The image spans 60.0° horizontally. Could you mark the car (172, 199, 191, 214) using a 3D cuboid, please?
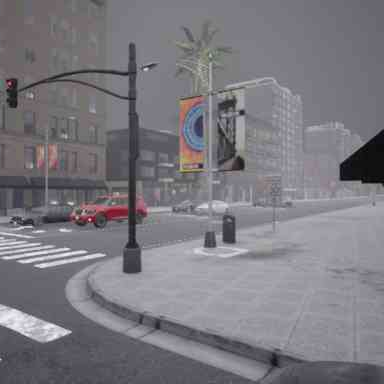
[{"bbox_3d":[-0.196,1.545,35.990,1.837,1.490,4.892,0,0,35],"label":"car"}]

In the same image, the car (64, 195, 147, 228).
[{"bbox_3d":[-5.497,1.242,22.827,2.150,2.045,5.566,0,0,35],"label":"car"}]

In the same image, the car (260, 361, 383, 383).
[{"bbox_3d":[2.169,1.551,1.301,4.403,1.369,2.008,0,0,35],"label":"car"}]

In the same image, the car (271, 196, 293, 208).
[{"bbox_3d":[13.429,1.441,49.525,2.097,1.767,4.553,0,0,35],"label":"car"}]

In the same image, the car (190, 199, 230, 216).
[{"bbox_3d":[2.147,1.570,33.674,1.812,1.442,4.674,0,0,35],"label":"car"}]

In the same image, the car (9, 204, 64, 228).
[{"bbox_3d":[-9.466,1.559,22.847,2.033,1.411,5.357,0,0,35],"label":"car"}]

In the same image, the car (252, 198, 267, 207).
[{"bbox_3d":[11.301,1.656,52.131,2.033,1.411,5.357,0,0,35],"label":"car"}]
